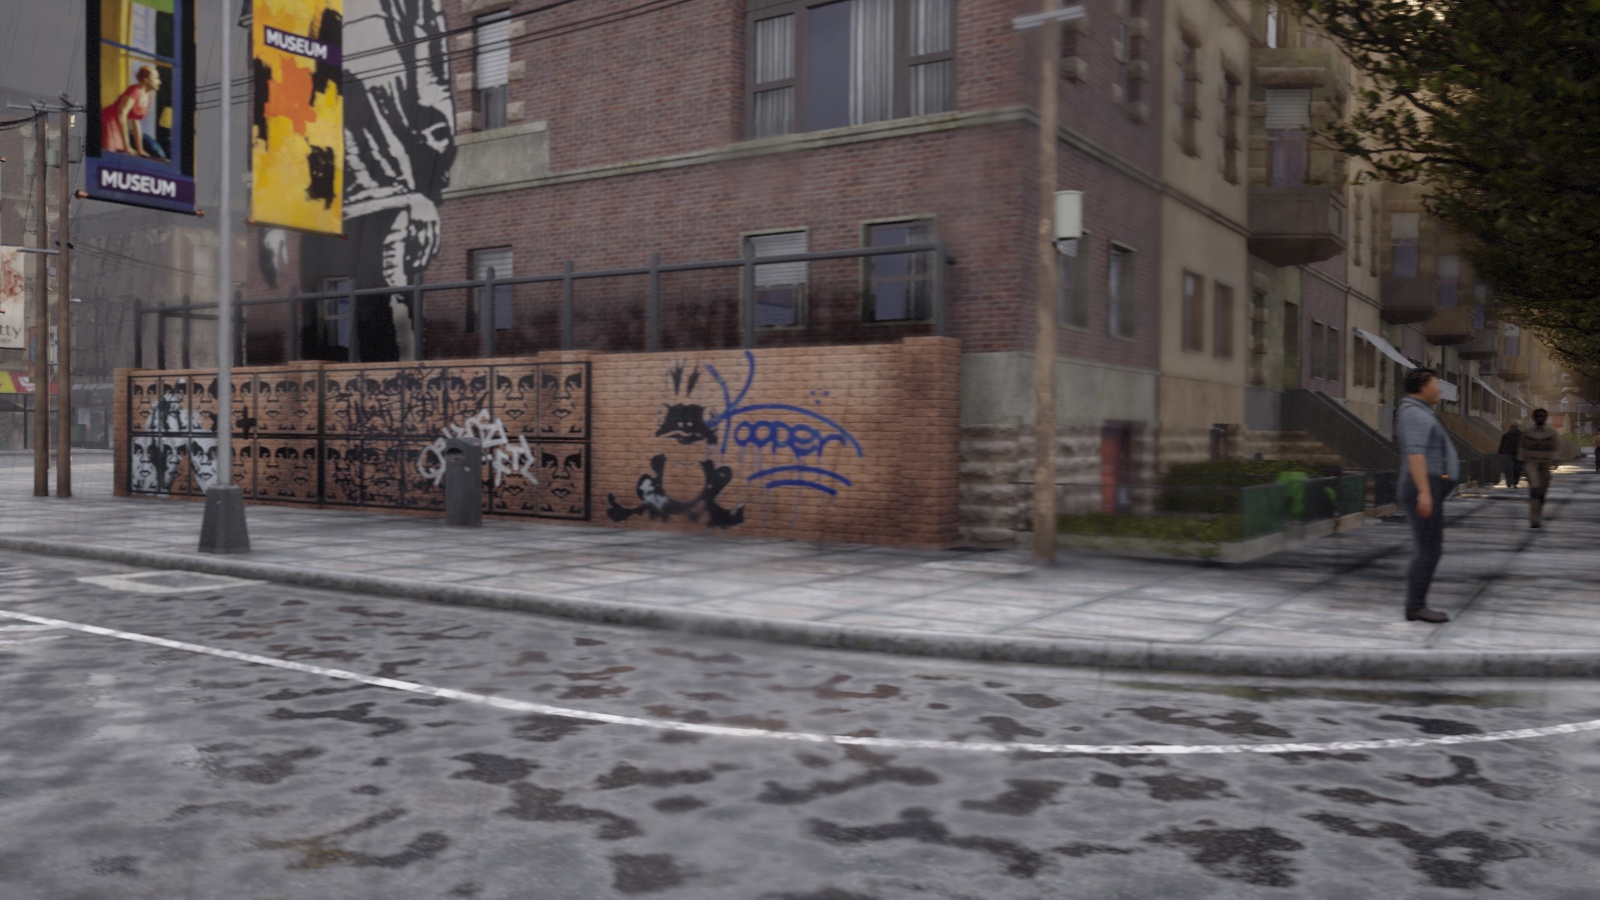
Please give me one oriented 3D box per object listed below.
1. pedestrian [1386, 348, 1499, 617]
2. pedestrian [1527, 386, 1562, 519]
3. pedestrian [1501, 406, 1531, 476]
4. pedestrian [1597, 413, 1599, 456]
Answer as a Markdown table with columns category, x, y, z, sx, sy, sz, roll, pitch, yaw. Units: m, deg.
| category | x | y | z | sx | sy | sz | roll | pitch | yaw |
| --- | --- | --- | --- | --- | --- | --- | --- | --- | --- |
| pedestrian | 4.598 | 0.223 | 9.021 | 0.694 | 1.848 | 0.540 | 0 | 1 | 25 |
| pedestrian | 11.066 | 0.033 | 18.670 | 0.396 | 1.930 | 0.692 | 0 | 1 | 26 |
| pedestrian | 19.129 | -0.243 | 33.534 | 0.634 | 1.844 | 0.899 | 0 | 1 | 34 |
| pedestrian | 34.375 | -0.658 | 53.837 | 0.345 | 1.836 | 0.594 | 0 | 1 | 33 |
